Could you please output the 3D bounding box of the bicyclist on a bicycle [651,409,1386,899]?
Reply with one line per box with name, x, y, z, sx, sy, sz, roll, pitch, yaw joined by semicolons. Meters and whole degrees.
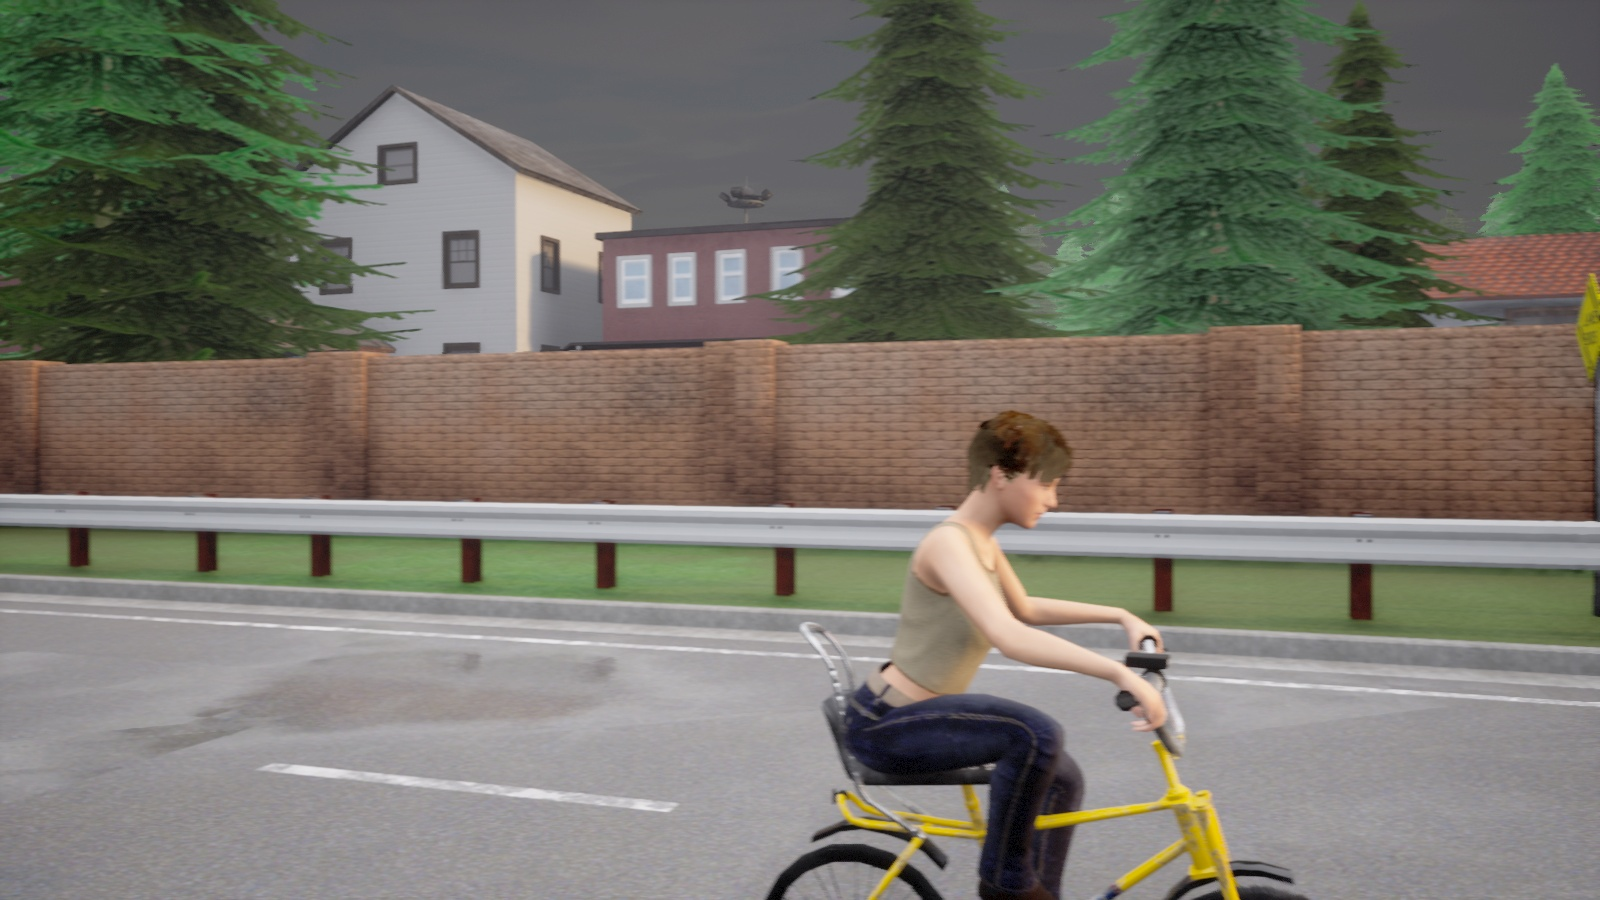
bicyclist on a bicycle;0.516;0.717;3.015;1.509;1.612;0.866;1;1;19
